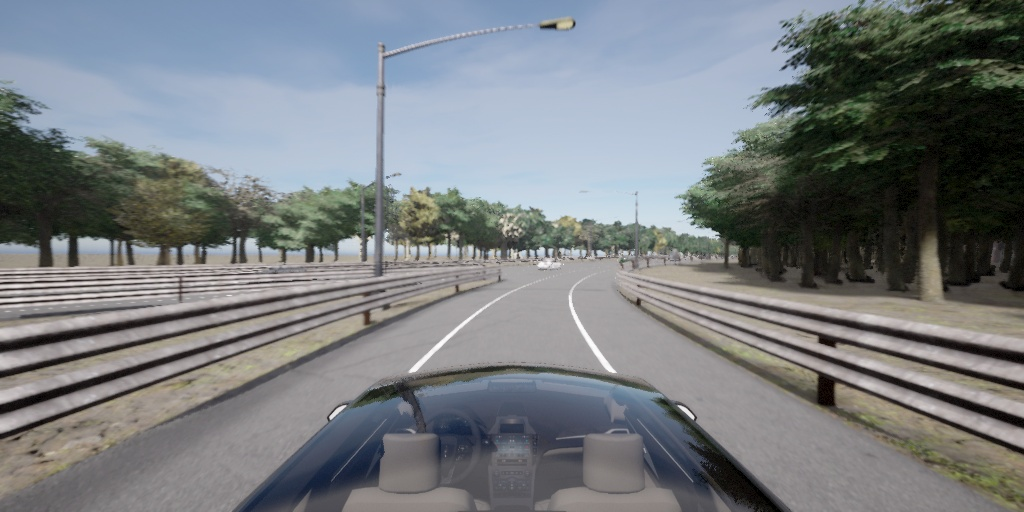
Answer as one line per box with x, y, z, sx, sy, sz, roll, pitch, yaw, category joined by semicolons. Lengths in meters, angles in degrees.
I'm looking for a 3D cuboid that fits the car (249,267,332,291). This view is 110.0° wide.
-15.250;1.472;24.975;1.882;1.535;5.008;1;1;39;car

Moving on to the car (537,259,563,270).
5.390;1.212;50.916;1.812;1.442;4.674;1;1;39;car
